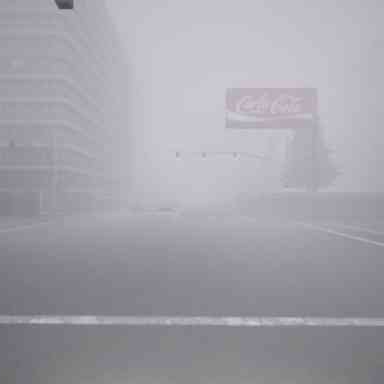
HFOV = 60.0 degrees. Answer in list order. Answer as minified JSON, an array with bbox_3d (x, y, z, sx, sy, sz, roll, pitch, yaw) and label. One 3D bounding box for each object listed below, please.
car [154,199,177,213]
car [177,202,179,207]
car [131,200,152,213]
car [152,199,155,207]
[{"bbox_3d":[-3.579,2.019,45.343,2.033,1.411,5.357,0,-1,0],"label":"car"},{"bbox_3d":[-3.526,2.163,61.371,1.812,1.442,4.674,0,-1,1],"label":"car"},{"bbox_3d":[-7.078,1.950,45.421,1.882,1.535,5.008,0,0,0],"label":"car"},{"bbox_3d":[-7.026,2.120,61.748,1.882,1.535,5.008,0,-1,0],"label":"car"}]
